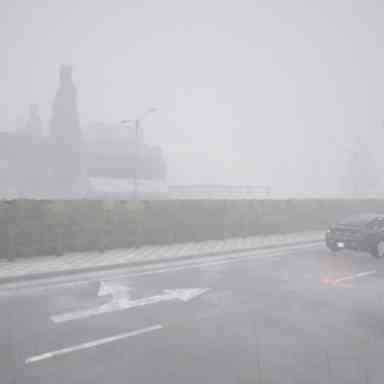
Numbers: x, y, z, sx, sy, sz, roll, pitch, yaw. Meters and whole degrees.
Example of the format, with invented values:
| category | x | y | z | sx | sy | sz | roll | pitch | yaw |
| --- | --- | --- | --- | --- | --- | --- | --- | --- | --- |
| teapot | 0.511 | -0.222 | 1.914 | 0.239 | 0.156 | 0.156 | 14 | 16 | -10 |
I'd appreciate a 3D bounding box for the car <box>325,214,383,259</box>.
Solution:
| category | x | y | z | sx | sy | sz | roll | pitch | yaw |
| --- | --- | --- | --- | --- | --- | --- | --- | --- | --- |
| car | 7.344 | 1.653 | 13.377 | 4.892 | 1.490 | 1.837 | 0 | 0 | -35 |
